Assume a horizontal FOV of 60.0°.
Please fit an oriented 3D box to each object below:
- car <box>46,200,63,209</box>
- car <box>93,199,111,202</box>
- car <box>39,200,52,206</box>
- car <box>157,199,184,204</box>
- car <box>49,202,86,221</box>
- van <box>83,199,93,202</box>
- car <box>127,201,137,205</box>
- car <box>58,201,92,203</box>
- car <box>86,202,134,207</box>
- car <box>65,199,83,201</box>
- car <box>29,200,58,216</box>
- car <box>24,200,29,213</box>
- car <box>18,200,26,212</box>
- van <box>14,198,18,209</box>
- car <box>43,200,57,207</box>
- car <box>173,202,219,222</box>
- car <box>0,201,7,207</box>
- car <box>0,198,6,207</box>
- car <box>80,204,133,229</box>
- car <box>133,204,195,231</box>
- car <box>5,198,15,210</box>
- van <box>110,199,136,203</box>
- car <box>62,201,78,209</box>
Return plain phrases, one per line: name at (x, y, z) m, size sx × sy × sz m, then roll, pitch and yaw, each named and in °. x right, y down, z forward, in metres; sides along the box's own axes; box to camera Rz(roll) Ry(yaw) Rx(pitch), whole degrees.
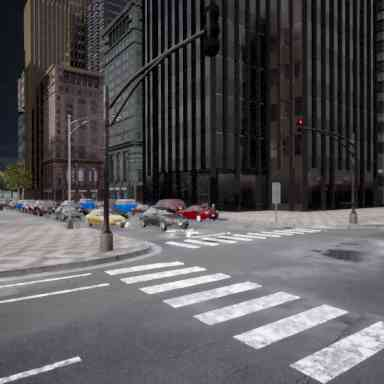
car at (-25.120, 2.316, 60.726) m, size 1.882 × 1.535 × 5.008 m, roll 0°, pitch -1°, yaw -35°
car at (-11.321, 1.875, 46.001) m, size 2.192 × 1.841 × 5.009 m, roll -1°, pitch 0°, yaw -36°
car at (-34.944, 2.660, 79.074) m, size 1.947 × 1.339 × 4.313 m, roll -1°, pitch 0°, yaw -36°
car at (-2.472, 1.668, 33.567) m, size 2.192 × 1.841 × 5.009 m, roll -1°, pitch 0°, yaw -36°
car at (-12.140, 2.004, 32.433) m, size 2.008 × 1.369 × 4.403 m, roll -1°, pitch 0°, yaw -36°
van at (-17.220, 2.037, 54.290) m, size 1.690 × 1.788 × 3.998 m, roll -1°, pitch 0°, yaw -36°
car at (-5.416, 2.004, 37.711) m, size 1.802 × 1.307 × 4.206 m, roll -1°, pitch 0°, yaw -36°
car at (-13.906, 2.081, 39.523) m, size 2.033 × 1.411 × 5.357 m, roll 0°, pitch -1°, yaw -35°
car at (-7.738, 1.937, 30.862) m, size 2.033 × 1.411 × 5.357 m, roll 0°, pitch -1°, yaw -36°
car at (-19.411, 2.060, 52.729) m, size 2.097 × 1.767 × 4.553 m, roll 0°, pitch -1°, yaw -36°
car at (-17.821, 1.901, 40.388) m, size 2.192 × 1.841 × 5.009 m, roll -1°, pitch 0°, yaw -36°
car at (-20.654, 2.196, 44.365) m, size 1.887 × 1.381 × 4.507 m, roll -1°, pitch 0°, yaw -36°
car at (-23.493, 2.157, 48.342) m, size 1.967 × 1.590 × 4.097 m, roll -1°, pitch 0°, yaw -36°
van at (-26.333, 2.123, 52.320) m, size 1.690 × 1.788 × 3.998 m, roll -1°, pitch 0°, yaw -36°
car at (-31.921, 2.595, 74.838) m, size 1.947 × 1.339 × 4.313 m, roll -1°, pitch 0°, yaw -36°
car at (0.483, 1.828, 29.422) m, size 1.887 × 1.381 × 4.507 m, roll -1°, pitch 0°, yaw -36°
car at (-44.599, 2.771, 77.930) m, size 1.802 × 1.307 × 4.206 m, roll -1°, pitch 0°, yaw -36°
car at (-41.478, 2.667, 73.553) m, size 1.887 × 1.381 × 4.507 m, roll -1°, pitch 0°, yaw -36°
car at (-6.367, 1.843, 24.340) m, size 1.752 × 1.417 × 4.829 m, roll -1°, pitch 0°, yaw -36°
car at (-2.059, 1.782, 22.928) m, size 1.812 × 1.442 × 4.674 m, roll 0°, pitch -1°, yaw -34°
car at (-32.110, 2.354, 60.419) m, size 1.967 × 1.590 × 4.097 m, roll -1°, pitch 0°, yaw -36°
van at (-8.372, 1.832, 41.856) m, size 1.690 × 1.788 × 3.998 m, roll -1°, pitch 0°, yaw -36°
car at (-22.858, 2.407, 62.134) m, size 1.802 × 1.307 × 4.206 m, roll -1°, pitch 0°, yaw -36°
